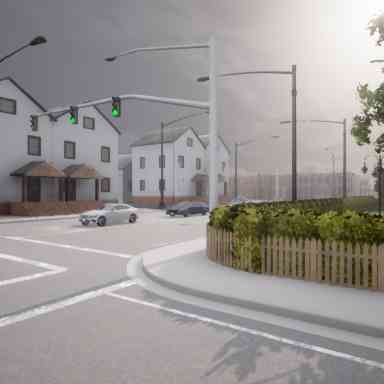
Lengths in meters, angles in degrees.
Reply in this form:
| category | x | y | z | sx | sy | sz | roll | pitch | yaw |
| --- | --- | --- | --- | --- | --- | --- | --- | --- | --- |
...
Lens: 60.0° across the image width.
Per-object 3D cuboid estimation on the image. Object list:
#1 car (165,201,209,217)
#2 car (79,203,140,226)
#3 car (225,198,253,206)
| category | x | y | z | sx | sy | sz | roll | pitch | yaw |
| --- | --- | --- | --- | --- | --- | --- | --- | --- | --- |
| car | -0.210 | 1.547 | 31.400 | 2.033 | 1.411 | 5.357 | 0 | 0 | 35 |
| car | -5.699 | 1.526 | 23.451 | 1.812 | 1.442 | 4.674 | 0 | 0 | 35 |
| car | 5.668 | 1.491 | 39.888 | 2.128 | 1.511 | 4.902 | 0 | 0 | 35 |
